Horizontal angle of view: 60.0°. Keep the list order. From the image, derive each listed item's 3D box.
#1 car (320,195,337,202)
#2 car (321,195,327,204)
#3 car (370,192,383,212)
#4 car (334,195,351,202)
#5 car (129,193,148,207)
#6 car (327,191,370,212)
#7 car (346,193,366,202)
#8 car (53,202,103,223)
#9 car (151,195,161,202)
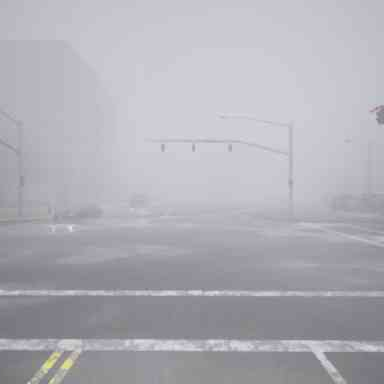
[{"bbox_3d":[28.020,1.350,68.308,1.970,1.475,3.806,0,0,0],"label":"car"},{"bbox_3d":[22.273,1.360,53.198,1.970,1.475,3.806,0,0,0],"label":"car"},{"bbox_3d":[19.592,1.132,35.727,1.905,1.878,3.866,0,0,0],"label":"car"},{"bbox_3d":[30.915,1.318,68.311,1.784,1.438,3.905,0,0,0],"label":"car"},{"bbox_3d":[-7.921,1.215,49.687,2.150,2.045,5.566,0,0,0],"label":"car"},{"bbox_3d":[16.698,1.129,35.777,1.932,1.855,4.605,0,0,0],"label":"car"},{"bbox_3d":[33.598,1.108,68.365,1.932,1.855,4.605,0,0,0],"label":"car"},{"bbox_3d":[-8.566,1.522,25.547,1.812,1.442,4.674,1,1,16],"label":"car"},{"bbox_3d":[-8.041,1.432,74.080,1.837,1.490,4.892,0,0,0],"label":"car"}]
